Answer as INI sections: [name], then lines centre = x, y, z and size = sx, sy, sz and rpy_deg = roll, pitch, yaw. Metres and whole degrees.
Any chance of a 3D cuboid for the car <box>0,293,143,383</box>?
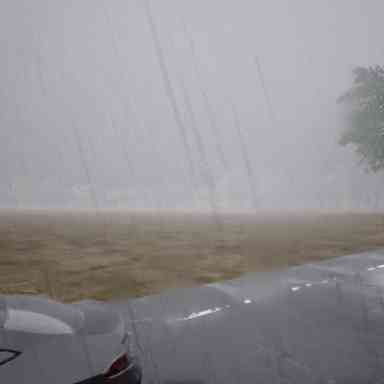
[car]
centre = -2.593, 1.525, 2.144
size = 4.674, 1.442, 1.812
rpy_deg = 0, 0, -36
